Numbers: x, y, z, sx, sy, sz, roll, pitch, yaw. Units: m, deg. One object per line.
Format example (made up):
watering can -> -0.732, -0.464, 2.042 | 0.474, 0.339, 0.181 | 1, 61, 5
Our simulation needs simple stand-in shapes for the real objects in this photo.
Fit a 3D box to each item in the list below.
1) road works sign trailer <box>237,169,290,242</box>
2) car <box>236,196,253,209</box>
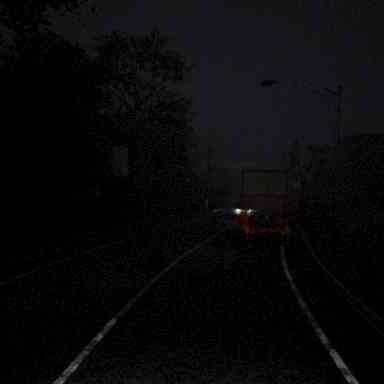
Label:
road works sign trailer -> 3.764, 0.621, 17.599 | 2.380, 3.560, 2.880 | 2, 1, 0
car -> 8.113, 1.563, 51.173 | 2.150, 2.045, 5.566 | 2, -1, 14
